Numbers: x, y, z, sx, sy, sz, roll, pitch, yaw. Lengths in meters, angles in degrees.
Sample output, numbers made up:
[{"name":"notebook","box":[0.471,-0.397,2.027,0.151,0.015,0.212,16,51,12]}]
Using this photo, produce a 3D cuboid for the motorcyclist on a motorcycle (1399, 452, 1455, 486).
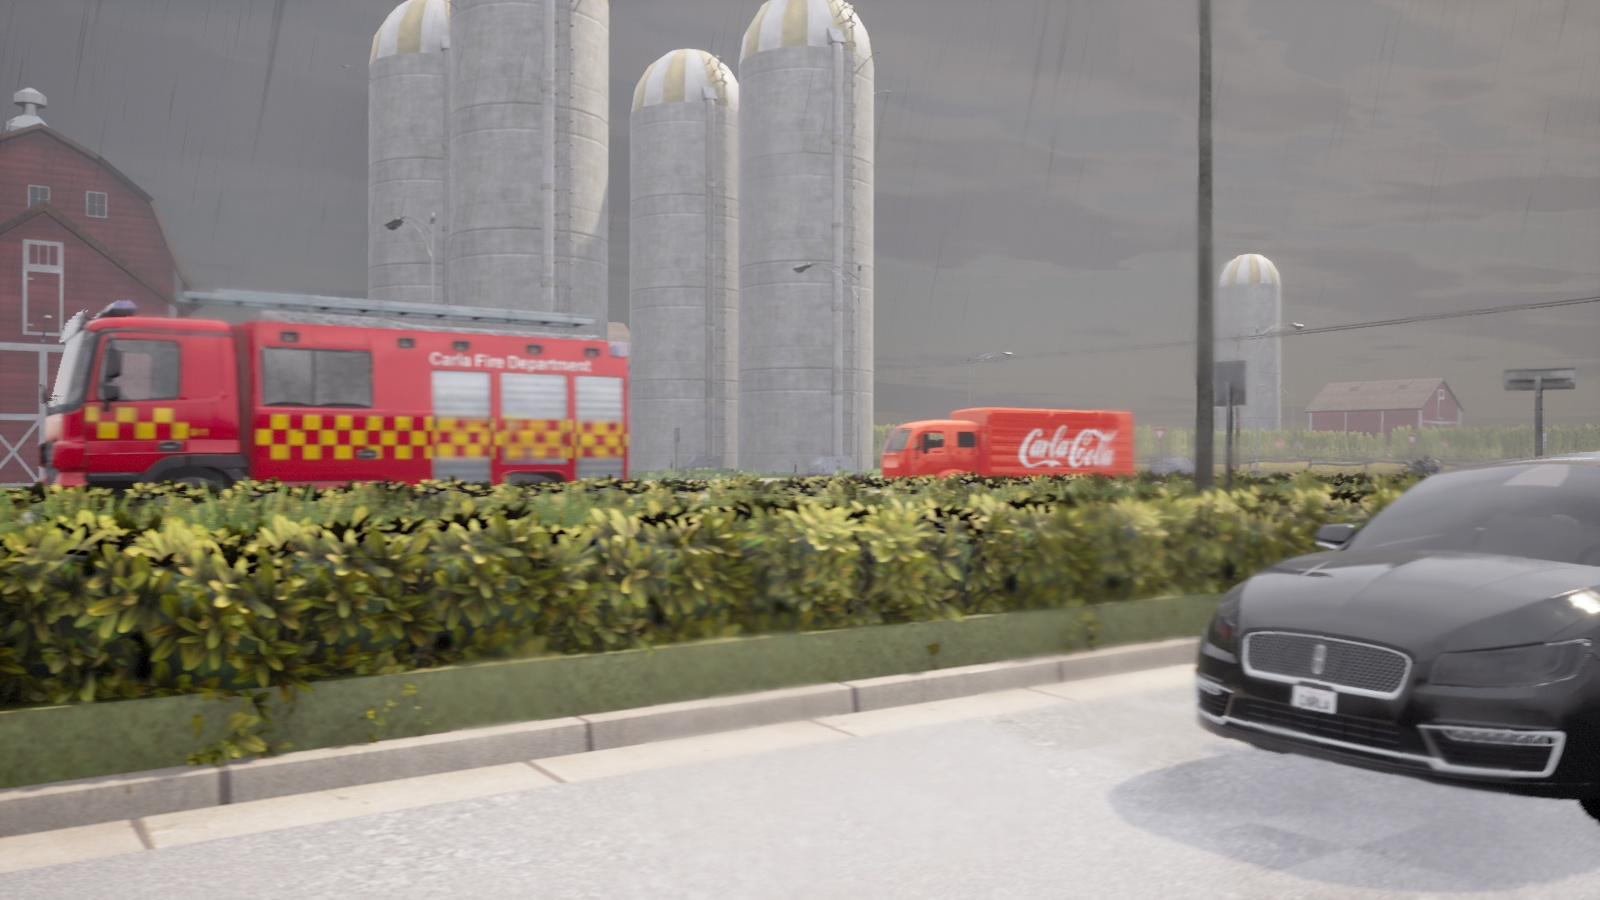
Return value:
[{"name":"motorcyclist on a motorcycle","box":[29.155,0.868,58.392,0.866,1.530,2.191,0,0,-35]}]

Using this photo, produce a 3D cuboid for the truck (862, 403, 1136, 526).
[{"name":"truck","box":[4.232,0.327,27.092,5.204,2.467,2.627,1,-1,-15]}]

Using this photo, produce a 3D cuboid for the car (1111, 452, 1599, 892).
[{"name":"car","box":[3.963,0.758,6.417,4.892,1.490,1.837,0,0,-35]}]

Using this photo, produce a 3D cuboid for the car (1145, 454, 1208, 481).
[{"name":"car","box":[20.523,0.939,68.416,1.994,1.385,4.181,0,0,37]}]

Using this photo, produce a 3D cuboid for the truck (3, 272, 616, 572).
[{"name":"truck","box":[-7.364,-0.356,19.622,8.468,3.827,2.891,0,0,-35]}]
